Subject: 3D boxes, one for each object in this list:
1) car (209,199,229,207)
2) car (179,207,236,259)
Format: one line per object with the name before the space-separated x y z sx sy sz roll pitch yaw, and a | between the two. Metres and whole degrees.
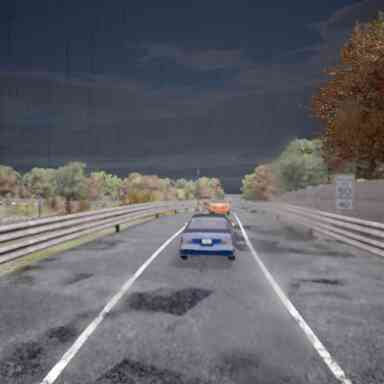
car | 2.993 1.561 36.258 2.097 1.767 4.553 0 -2 6
car | 0.640 1.504 12.359 2.033 1.411 5.357 0 0 5
